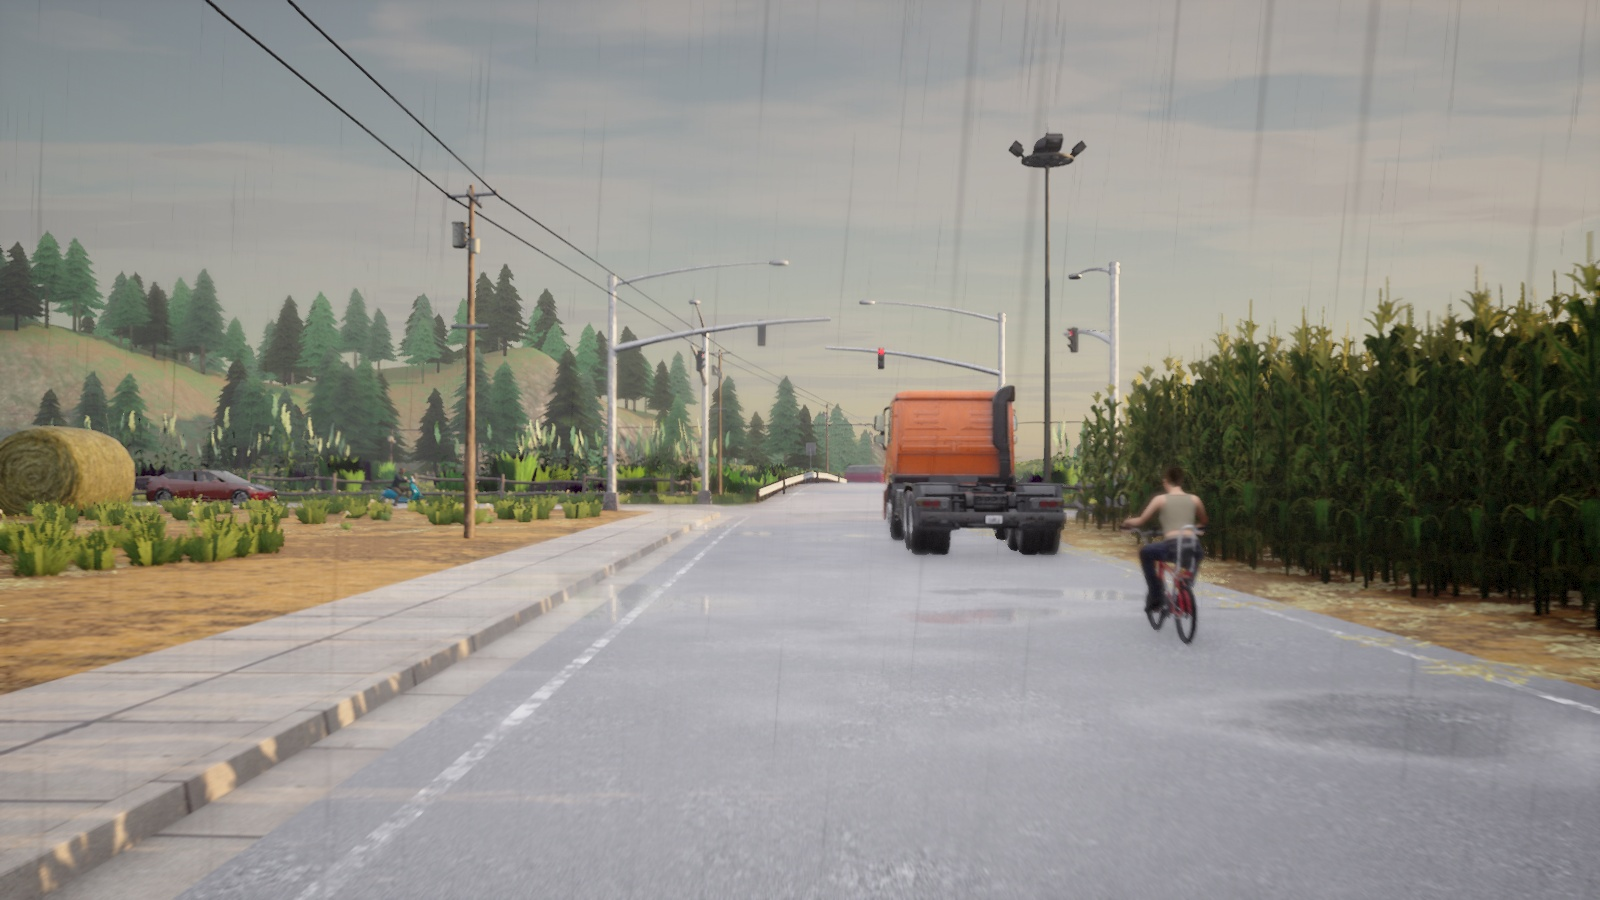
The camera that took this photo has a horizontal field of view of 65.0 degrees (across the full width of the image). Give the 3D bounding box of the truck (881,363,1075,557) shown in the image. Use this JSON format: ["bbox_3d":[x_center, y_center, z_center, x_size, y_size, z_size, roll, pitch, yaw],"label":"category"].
[{"bbox_3d":[3.432,0.241,26.384,2.891,3.462,7.936,0,-1,0],"label":"truck"}]

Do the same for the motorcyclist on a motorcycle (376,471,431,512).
[{"bbox_3d":[-15.339,1.594,48.597,1.817,1.590,0.866,0,-1,3],"label":"motorcyclist on a motorcycle"}]

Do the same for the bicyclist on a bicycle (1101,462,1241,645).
[{"bbox_3d":[3.465,0.925,11.878,0.866,1.612,1.509,0,-1,0],"label":"bicyclist on a bicycle"}]

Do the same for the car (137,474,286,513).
[{"bbox_3d":[-22.895,1.683,48.965,4.792,1.488,2.163,0,-1,3],"label":"car"}]
